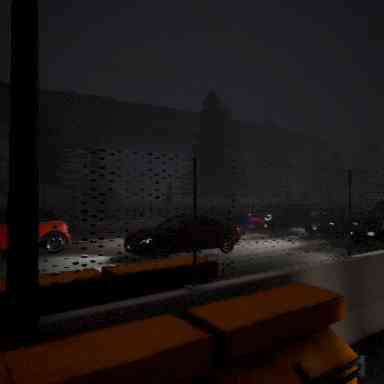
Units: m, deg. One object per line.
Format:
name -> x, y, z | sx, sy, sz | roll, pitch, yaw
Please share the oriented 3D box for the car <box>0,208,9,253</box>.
car -> -6.871, 1.362, 11.983 | 4.553, 1.767, 2.097 | 0, 0, -35
